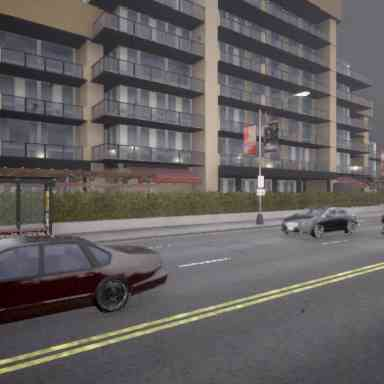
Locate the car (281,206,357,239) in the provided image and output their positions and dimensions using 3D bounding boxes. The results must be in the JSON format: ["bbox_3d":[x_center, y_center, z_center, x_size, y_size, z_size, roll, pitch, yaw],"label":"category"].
[{"bbox_3d":[6.731,1.492,17.407,4.902,1.511,2.128,0,0,-36],"label":"car"}]

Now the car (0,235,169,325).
[{"bbox_3d":[-3.058,1.548,6.110,5.357,1.411,2.033,0,0,-36],"label":"car"}]

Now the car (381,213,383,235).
[{"bbox_3d":[11.531,1.548,16.521,5.357,1.411,2.033,0,0,-35],"label":"car"}]
